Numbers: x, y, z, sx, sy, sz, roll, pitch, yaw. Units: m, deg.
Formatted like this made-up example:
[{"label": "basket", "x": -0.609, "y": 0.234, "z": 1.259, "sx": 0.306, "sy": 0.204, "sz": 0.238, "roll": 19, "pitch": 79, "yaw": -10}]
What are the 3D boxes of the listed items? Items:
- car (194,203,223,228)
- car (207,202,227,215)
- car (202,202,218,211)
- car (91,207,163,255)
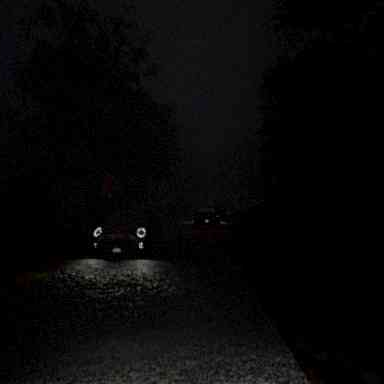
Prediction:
[{"label": "car", "x": 1.164, "y": 1.755, "z": 24.176, "sx": 1.812, "sy": 1.442, "sz": 4.674, "roll": 0, "pitch": -1, "yaw": 5}, {"label": "car", "x": 3.292, "y": 2.130, "z": 41.496, "sx": 1.994, "sy": 1.385, "sz": 4.181, "roll": 0, "pitch": -1, "yaw": 9}, {"label": "car", "x": 3.102, "y": 2.455, "z": 56.413, "sx": 1.812, "sy": 1.442, "sz": 4.674, "roll": 1, "pitch": -1, "yaw": 12}, {"label": "car", "x": -2.485, "y": 1.444, "z": 13.703, "sx": 2.097, "sy": 1.767, "sz": 4.553, "roll": 0, "pitch": -1, "yaw": 3}]
